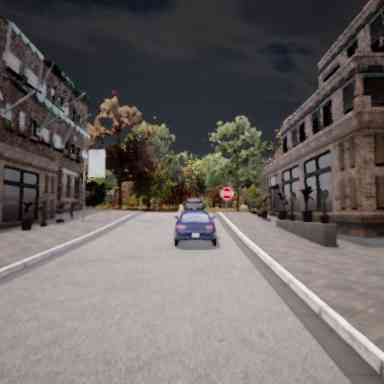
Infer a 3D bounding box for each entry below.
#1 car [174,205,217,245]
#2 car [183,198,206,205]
[{"bbox_3d":[0.149,1.544,15.536,1.812,1.442,4.674,0,0,0],"label":"car"},{"bbox_3d":[0.227,1.281,30.685,2.128,1.511,4.902,0,-1,1],"label":"car"}]
